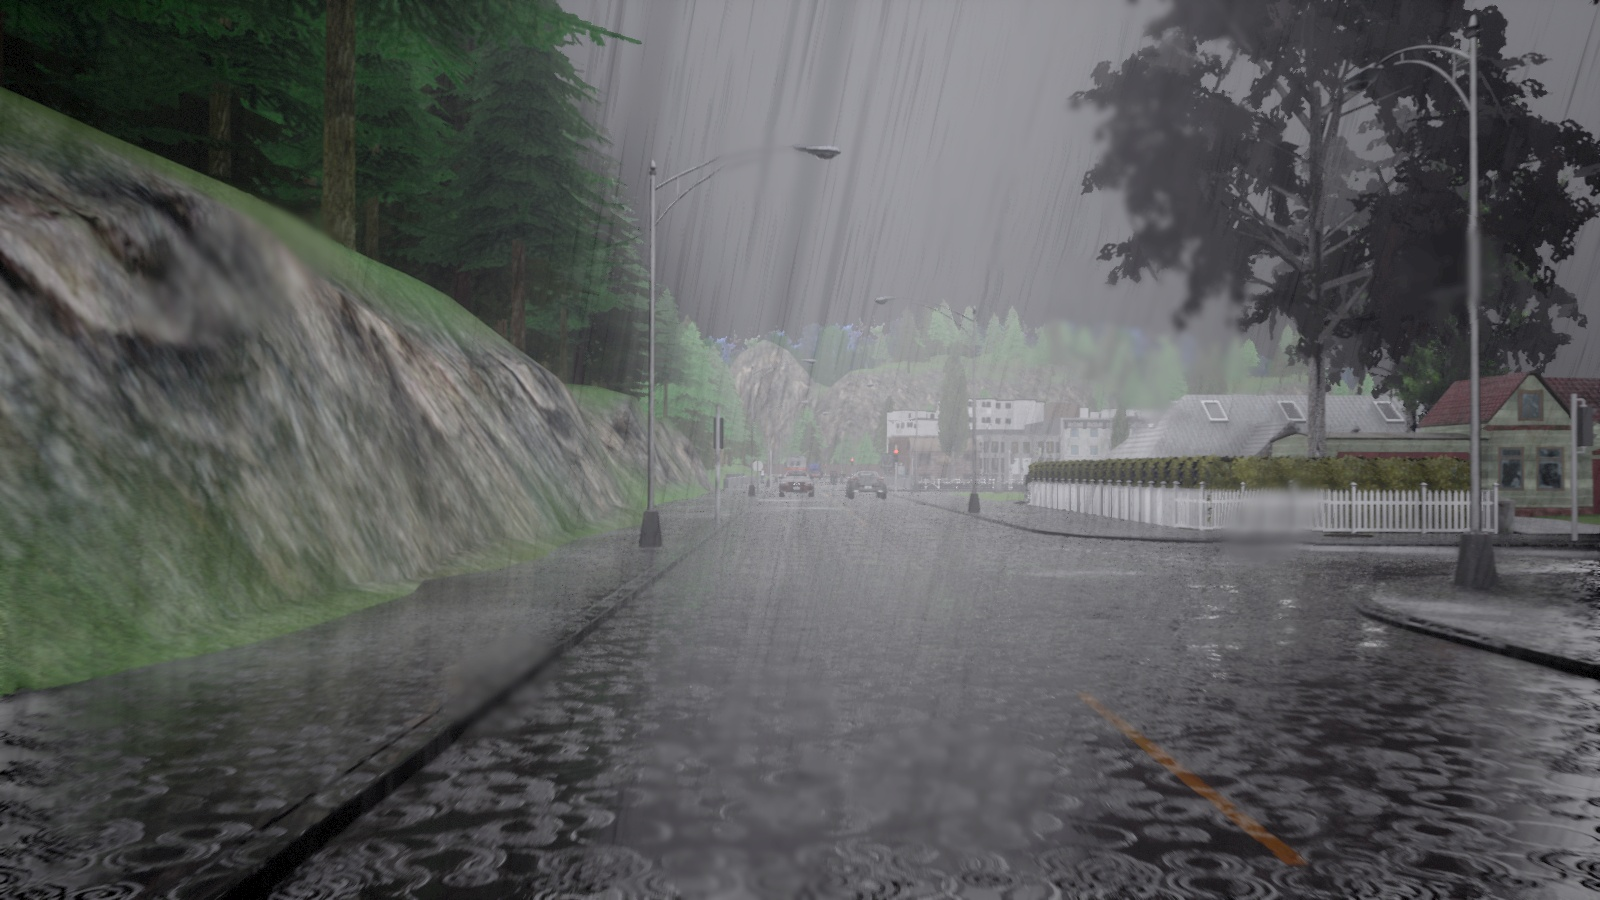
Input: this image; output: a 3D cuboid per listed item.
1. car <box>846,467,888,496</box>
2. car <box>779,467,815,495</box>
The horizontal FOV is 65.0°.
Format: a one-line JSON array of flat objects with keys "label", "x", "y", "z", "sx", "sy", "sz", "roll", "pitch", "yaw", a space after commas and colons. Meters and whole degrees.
[{"label": "car", "x": 3.825, "y": 1.799, "z": 72.916, "sx": 2.152, "sy": 1.651, "sz": 5.027, "roll": 0, "pitch": -1, "yaw": 0}, {"label": "car", "x": -0.198, "y": 1.901, "z": 78.082, "sx": 2.152, "sy": 1.651, "sz": 5.027, "roll": 0, "pitch": -1, "yaw": 0}]
